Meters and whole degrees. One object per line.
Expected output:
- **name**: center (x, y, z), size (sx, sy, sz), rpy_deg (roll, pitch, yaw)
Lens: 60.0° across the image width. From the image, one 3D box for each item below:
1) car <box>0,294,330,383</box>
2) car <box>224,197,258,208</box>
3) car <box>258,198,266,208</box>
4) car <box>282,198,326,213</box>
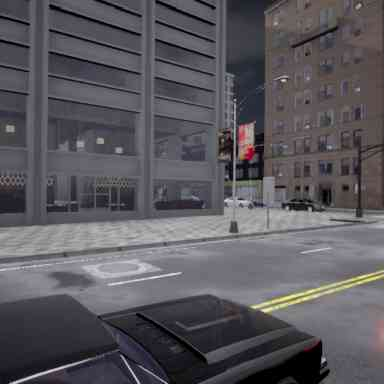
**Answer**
- **car**: center (-0.987, 1.601, 2.679), size (4.718, 1.301, 1.895), rpy_deg (0, 0, -35)
- **car**: center (6.037, 1.382, 43.907), size (1.812, 1.442, 4.674), rpy_deg (1, 0, -35)
- **car**: center (8.175, 1.417, 46.406), size (1.812, 1.442, 4.674), rpy_deg (1, 0, -35)
- **car**: center (11.901, 1.403, 35.582), size (1.837, 1.490, 4.892), rpy_deg (1, 0, -35)
